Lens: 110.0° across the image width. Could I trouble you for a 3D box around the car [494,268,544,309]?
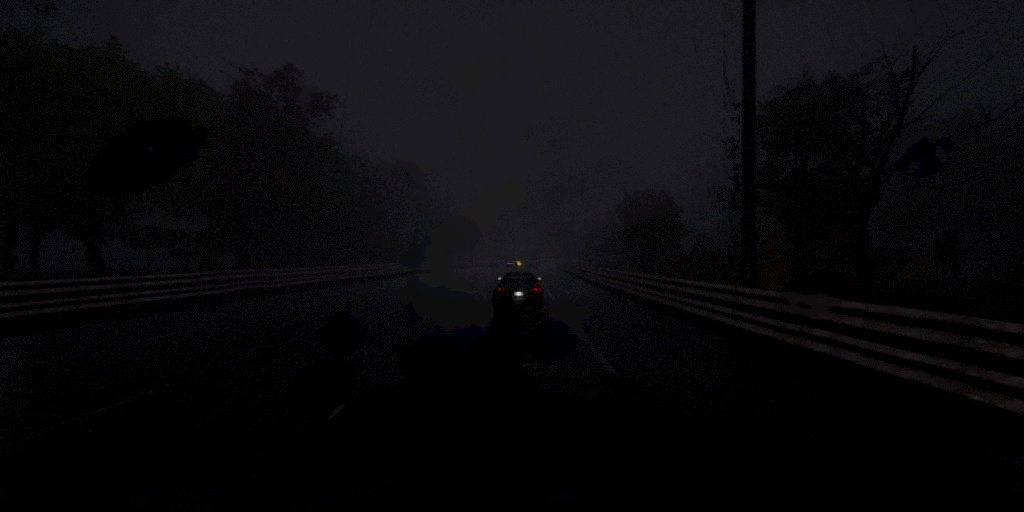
[{"bbox_3d":[0.318,1.377,15.288,1.994,1.385,4.181,0,0,2],"label":"car"}]
